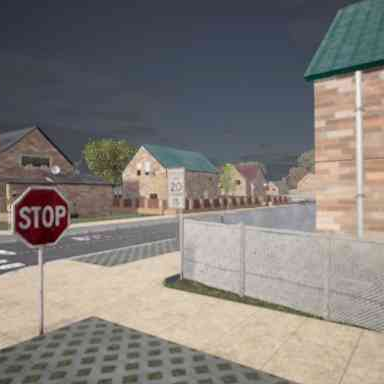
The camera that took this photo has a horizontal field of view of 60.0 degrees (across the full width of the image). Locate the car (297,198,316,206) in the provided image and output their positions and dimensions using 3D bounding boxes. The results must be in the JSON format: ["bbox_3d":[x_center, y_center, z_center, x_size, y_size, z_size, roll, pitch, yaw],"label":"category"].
[{"bbox_3d":[16.040,1.498,45.467,2.033,1.411,5.357,-1,-1,36],"label":"car"}]
